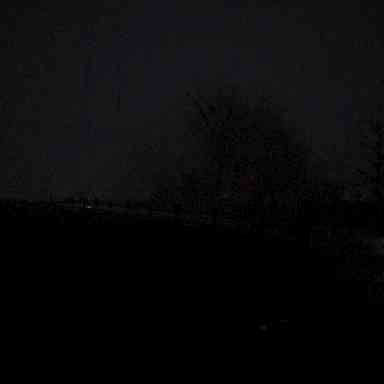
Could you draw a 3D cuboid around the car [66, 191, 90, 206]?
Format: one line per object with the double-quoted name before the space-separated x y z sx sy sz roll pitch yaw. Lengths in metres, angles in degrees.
"car" -16.212 0.849 47.070 2.150 2.045 5.566 -1 1 -35
